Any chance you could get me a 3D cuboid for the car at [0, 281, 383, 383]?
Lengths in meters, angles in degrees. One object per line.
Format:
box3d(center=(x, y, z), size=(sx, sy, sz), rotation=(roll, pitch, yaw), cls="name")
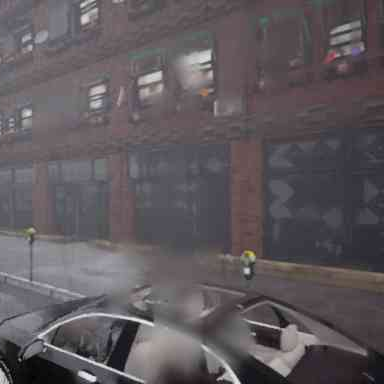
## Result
box3d(center=(-0.302, 1.560, 3.097), size=(4.403, 1.369, 2.008), rotation=(0, -1, 35), cls="car")
